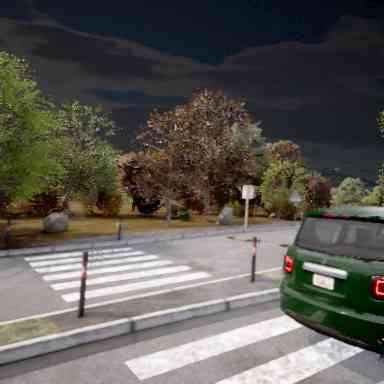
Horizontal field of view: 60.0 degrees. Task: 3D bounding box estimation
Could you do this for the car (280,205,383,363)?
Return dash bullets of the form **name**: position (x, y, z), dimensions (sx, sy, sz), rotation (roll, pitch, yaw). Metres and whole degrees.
- **car**: position (4.012, 1.247, 5.565), dimensions (5.566, 2.045, 2.150), rotation (0, -1, -29)
